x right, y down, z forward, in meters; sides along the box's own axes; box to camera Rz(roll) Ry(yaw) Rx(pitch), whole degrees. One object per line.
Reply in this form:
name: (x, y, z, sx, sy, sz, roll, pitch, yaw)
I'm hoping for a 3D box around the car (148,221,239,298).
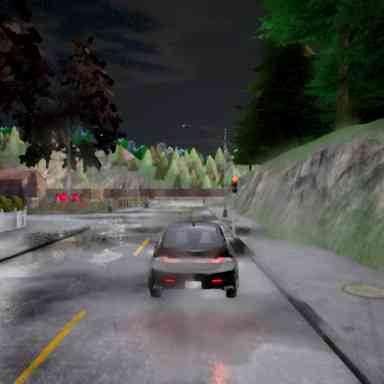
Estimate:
car: (0.048, 1.485, 8.503, 2.128, 1.511, 4.902, 0, 0, 1)
